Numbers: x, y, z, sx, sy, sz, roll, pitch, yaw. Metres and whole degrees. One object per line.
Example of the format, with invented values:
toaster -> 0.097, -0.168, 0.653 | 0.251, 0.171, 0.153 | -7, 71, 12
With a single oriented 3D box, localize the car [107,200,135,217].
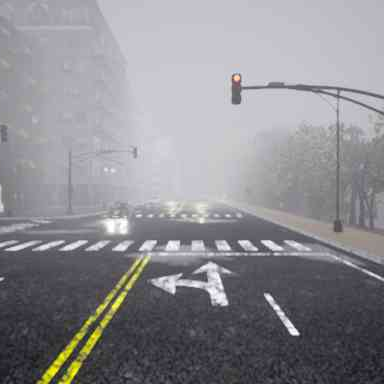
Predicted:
car -> -6.477, 1.507, 30.908 | 2.128, 1.511, 4.902 | 0, 1, 0

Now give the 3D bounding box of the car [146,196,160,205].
car -> -6.454, 1.497, 55.831 | 1.812, 1.442, 4.674 | 0, 1, 0
